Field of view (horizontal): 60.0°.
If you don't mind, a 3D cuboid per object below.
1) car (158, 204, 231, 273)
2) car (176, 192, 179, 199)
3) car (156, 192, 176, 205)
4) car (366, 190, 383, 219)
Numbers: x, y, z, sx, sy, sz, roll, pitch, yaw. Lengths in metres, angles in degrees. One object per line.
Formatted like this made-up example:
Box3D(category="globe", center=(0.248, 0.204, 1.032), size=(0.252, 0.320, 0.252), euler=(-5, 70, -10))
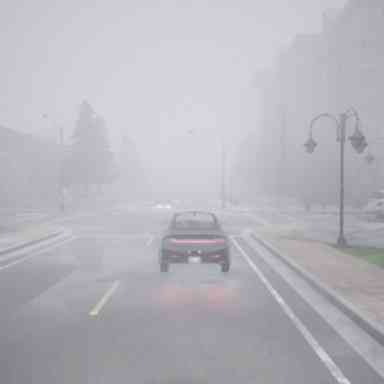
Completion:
Box3D(category="car", center=(0.080, 1.341, 10.177), size=(2.128, 1.511, 4.902), euler=(0, 1, 0))
Box3D(category="car", center=(-3.501, 0.674, 63.721), size=(1.895, 1.301, 4.718), euler=(0, 1, 0))
Box3D(category="car", center=(-3.582, 0.853, 43.858), size=(2.128, 1.511, 4.902), euler=(0, 1, 0))
Box3D(category="car", center=(14.753, 0.880, 22.303), size=(5.566, 2.045, 2.150), euler=(0, 1, 3))
